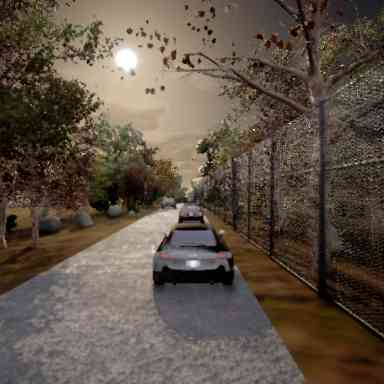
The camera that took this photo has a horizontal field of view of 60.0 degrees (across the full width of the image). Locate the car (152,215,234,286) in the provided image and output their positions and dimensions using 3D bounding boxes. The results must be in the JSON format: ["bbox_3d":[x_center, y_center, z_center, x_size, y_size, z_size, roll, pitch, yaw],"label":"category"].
[{"bbox_3d":[0.027,1.566,9.428,1.994,1.385,4.181,0,0,0],"label":"car"}]

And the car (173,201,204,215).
[{"bbox_3d":[-0.053,1.554,24.722,2.033,1.411,5.357,0,0,0],"label":"car"}]

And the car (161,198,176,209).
[{"bbox_3d":[-3.121,1.601,45.761,1.837,1.490,4.892,0,-1,0],"label":"car"}]
